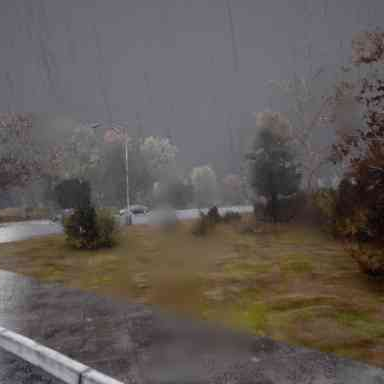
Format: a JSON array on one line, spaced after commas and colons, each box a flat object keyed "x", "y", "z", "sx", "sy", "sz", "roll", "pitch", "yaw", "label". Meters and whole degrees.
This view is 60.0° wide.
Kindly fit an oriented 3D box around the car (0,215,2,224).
[{"x": -18.914, "y": 2.441, "z": 28.352, "sx": 1.837, "sy": 1.490, "sz": 4.892, "roll": -3, "pitch": -2, "yaw": 35, "label": "car"}]

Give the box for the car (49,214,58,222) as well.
[{"x": -13.473, "y": 2.519, "z": 36.664, "sx": 1.994, "sy": 1.385, "sz": 4.181, "roll": -3, "pitch": -2, "yaw": 32, "label": "car"}]

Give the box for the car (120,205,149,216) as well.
[{"x": -7.919, "y": 2.493, "z": 45.408, "sx": 2.128, "sy": 1.511, "sz": 4.902, "roll": -3, "pitch": -2, "yaw": 32, "label": "car"}]
